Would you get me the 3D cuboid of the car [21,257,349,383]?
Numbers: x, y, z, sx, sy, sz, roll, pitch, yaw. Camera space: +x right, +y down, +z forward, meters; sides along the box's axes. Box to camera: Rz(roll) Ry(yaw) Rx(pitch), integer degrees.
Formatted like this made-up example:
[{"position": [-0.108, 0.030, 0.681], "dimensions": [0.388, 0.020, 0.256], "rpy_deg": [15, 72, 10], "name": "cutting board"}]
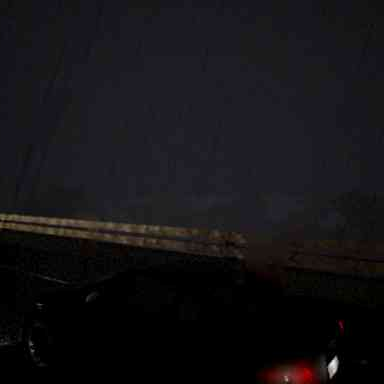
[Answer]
[{"position": [-0.322, 1.571, 4.237], "dimensions": [4.181, 1.385, 1.994], "rpy_deg": [0, 0, 36], "name": "car"}]
